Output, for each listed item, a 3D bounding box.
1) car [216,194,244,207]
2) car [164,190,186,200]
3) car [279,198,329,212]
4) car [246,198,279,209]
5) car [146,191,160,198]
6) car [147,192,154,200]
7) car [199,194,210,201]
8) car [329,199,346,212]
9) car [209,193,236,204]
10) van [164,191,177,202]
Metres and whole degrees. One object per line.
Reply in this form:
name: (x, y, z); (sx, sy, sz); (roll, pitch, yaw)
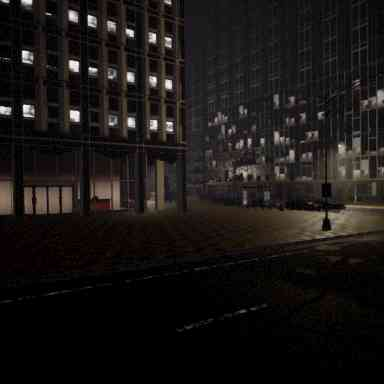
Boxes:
car: (5.782, 1.318, 45.658); (1.947, 1.339, 4.313); (-1, 1, -34)
car: (-3.321, 0.533, 63.732); (2.097, 1.767, 4.553); (-1, 1, -34)
car: (12.155, 1.422, 36.243); (1.947, 1.339, 4.313); (-1, 1, -34)
car: (8.951, 1.386, 40.941); (1.802, 1.307, 4.206); (-1, 1, -34)
car: (-9.787, 0.684, 83.224); (1.967, 1.590, 4.097); (0, 1, -34)
car: (-10.260, 1.038, 69.113); (2.008, 1.369, 4.403); (0, 1, -34)
car: (3.083, 1.041, 64.485); (1.802, 1.307, 4.206); (-1, 1, -34)
car: (14.866, 1.384, 37.085); (1.994, 1.385, 4.181); (-1, 1, -35)
car: (5.241, 1.267, 51.118); (1.895, 1.301, 4.718); (-1, 1, -34)
van: (-3.825, 0.936, 59.740); (1.690, 1.788, 3.998); (0, 1, -34)
